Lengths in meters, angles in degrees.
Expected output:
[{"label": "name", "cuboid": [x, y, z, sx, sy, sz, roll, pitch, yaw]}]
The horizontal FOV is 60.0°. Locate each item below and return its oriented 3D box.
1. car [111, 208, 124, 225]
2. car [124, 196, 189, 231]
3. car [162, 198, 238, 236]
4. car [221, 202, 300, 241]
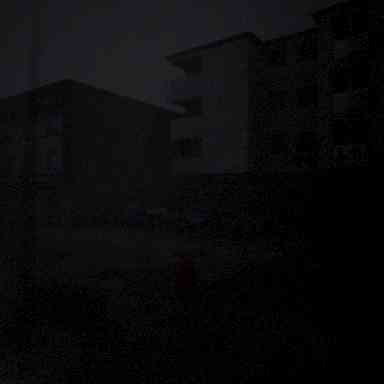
[{"label": "car", "cuboid": [-3.312, 1.329, 20.941, 3.633, 1.501, 1.845, 0, 0, -44]}, {"label": "car", "cuboid": [-1.589, 1.173, 19.211, 3.866, 1.878, 1.905, 0, 0, -44]}, {"label": "car", "cuboid": [1.069, 1.295, 17.597, 4.611, 1.667, 2.242, 0, 0, -44]}, {"label": "car", "cuboid": [3.553, 1.380, 15.997, 4.193, 1.474, 1.816, 0, 0, -44]}]
